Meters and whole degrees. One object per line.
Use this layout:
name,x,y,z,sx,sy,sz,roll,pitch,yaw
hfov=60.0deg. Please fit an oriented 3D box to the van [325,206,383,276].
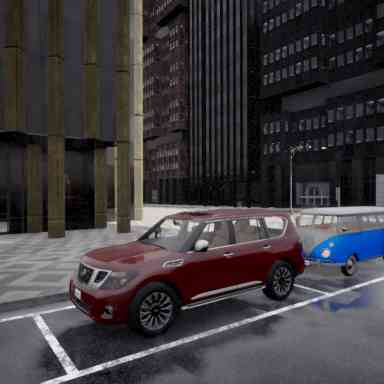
van,4.704,1.340,10.020,3.998,1.788,1.690,0,0,-36

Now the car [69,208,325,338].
car,0.208,1.314,6.809,5.009,1.841,2.192,0,0,-36
